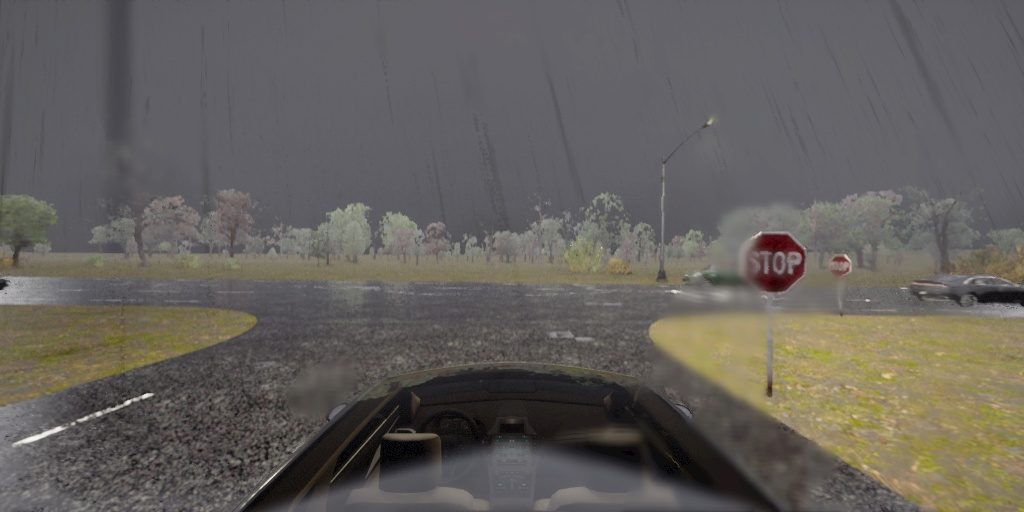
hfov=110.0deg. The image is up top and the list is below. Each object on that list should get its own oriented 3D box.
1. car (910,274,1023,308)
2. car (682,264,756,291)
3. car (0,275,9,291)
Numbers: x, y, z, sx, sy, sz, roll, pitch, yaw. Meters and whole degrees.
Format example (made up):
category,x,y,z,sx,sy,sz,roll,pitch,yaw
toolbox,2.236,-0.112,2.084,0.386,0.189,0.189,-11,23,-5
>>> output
category,x,y,z,sx,sy,sz,roll,pitch,yaw
car,22.000,1.626,17.025,4.902,1.511,2.128,1,0,0
car,13.991,1.284,24.084,4.553,1.767,2.097,1,0,0
car,-27.539,1.112,17.419,4.181,1.385,1.994,1,0,0
